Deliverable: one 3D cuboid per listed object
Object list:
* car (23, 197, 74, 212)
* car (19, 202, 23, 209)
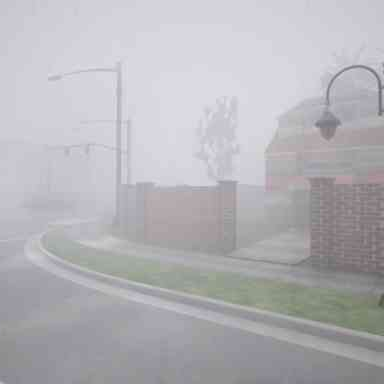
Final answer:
[{"bbox_3d":[-15.885,1.486,37.498,1.895,1.301,4.718,0,1,37],"label":"car"},{"bbox_3d":[-18.209,1.357,40.231,1.882,1.535,5.008,0,1,37],"label":"car"}]
